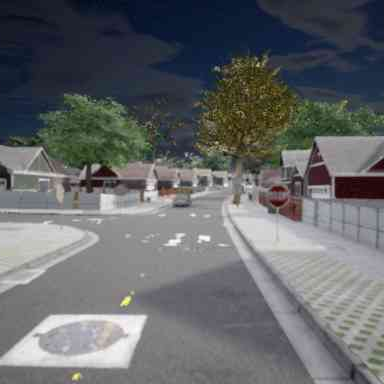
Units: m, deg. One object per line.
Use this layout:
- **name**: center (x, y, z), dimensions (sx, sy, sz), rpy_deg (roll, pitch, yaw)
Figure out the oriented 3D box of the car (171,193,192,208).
- **car**: center (-1.007, 0.954, 35.634), dimensions (1.837, 1.490, 4.892), rpy_deg (0, 3, 5)
